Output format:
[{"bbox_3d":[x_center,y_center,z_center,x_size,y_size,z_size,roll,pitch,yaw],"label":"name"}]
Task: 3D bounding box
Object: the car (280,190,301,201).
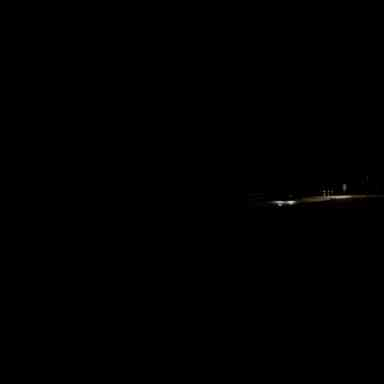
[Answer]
[{"bbox_3d":[14.681,0.493,49.363,1.882,1.535,5.008,-1,0,36],"label":"car"}]
